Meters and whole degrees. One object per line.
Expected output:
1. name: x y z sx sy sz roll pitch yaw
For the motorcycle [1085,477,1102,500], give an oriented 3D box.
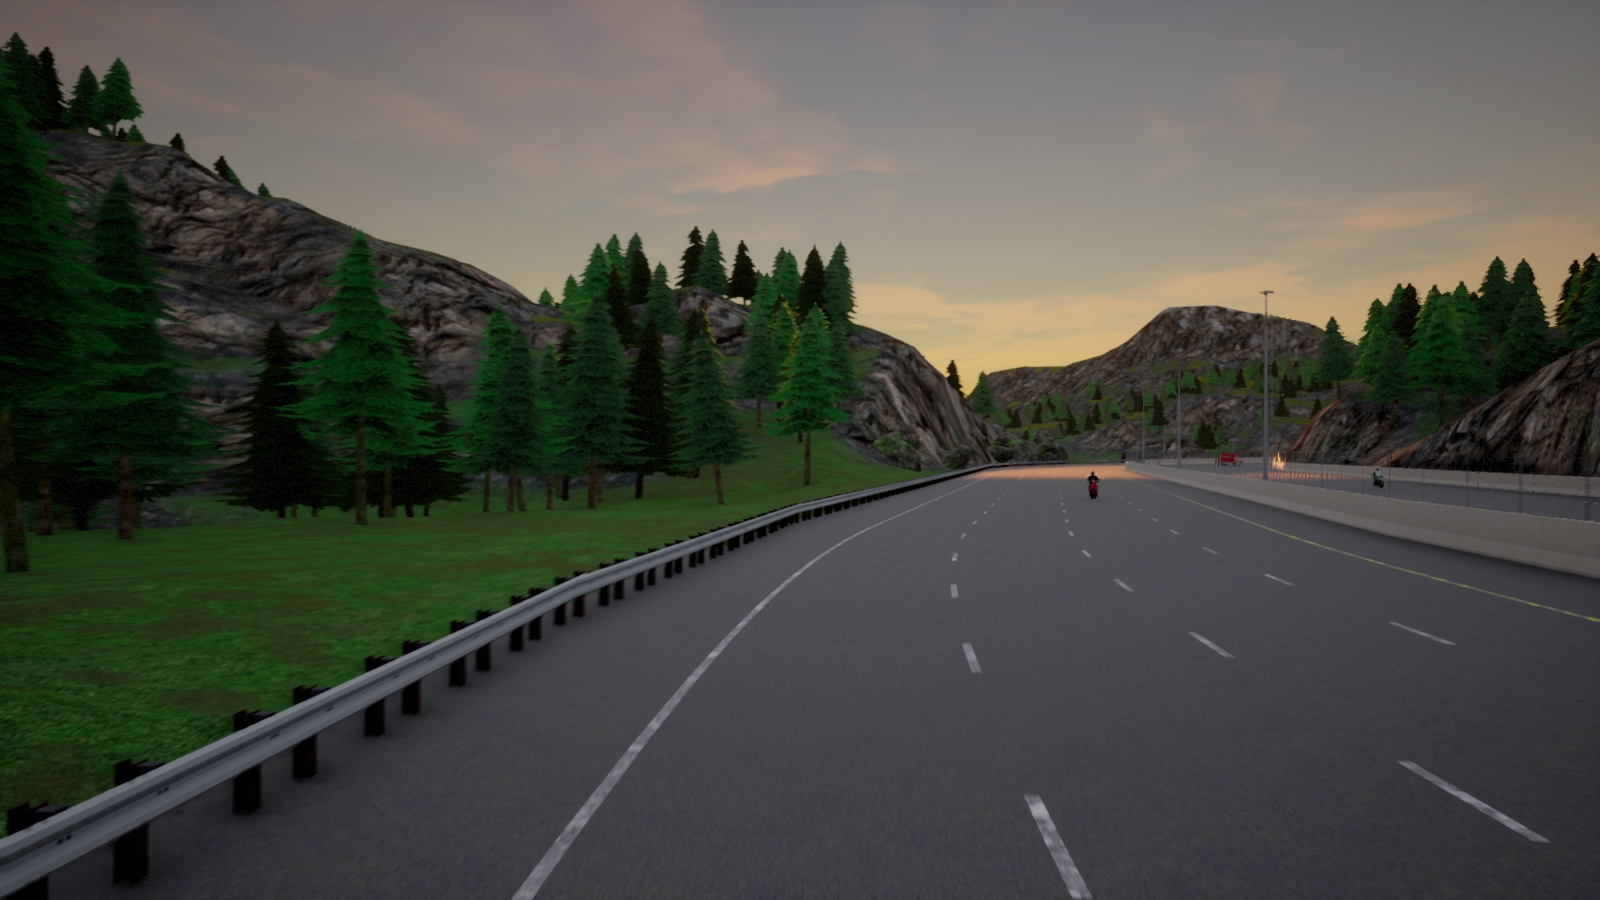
1. motorcycle: 16.718 2.203 65.182 0.856 1.236 1.805 0 0 12
